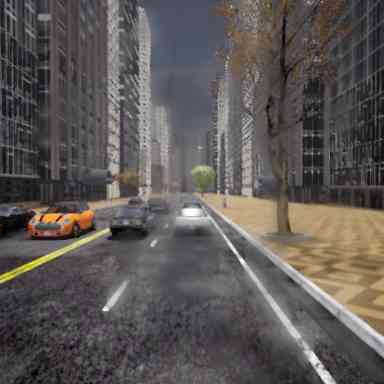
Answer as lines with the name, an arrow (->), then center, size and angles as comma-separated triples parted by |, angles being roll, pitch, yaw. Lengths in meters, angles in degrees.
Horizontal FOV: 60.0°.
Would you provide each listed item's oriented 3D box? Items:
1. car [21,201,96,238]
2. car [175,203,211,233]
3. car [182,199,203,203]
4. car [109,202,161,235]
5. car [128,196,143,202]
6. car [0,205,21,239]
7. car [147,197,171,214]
car -> -6.615, 1.321, 17.426 | 2.097, 1.767, 4.553 | 0, 0, 0
car -> 0.046, 1.562, 19.265 | 1.895, 1.301, 4.718 | 0, 0, 0
car -> 0.051, 1.425, 33.781 | 2.128, 1.511, 4.902 | 0, 0, 0
car -> -3.160, 1.513, 18.401 | 2.033, 1.411, 5.357 | 0, 0, 0
car -> -9.835, 1.438, 58.312 | 2.033, 1.411, 5.357 | 0, 0, 1
car -> -9.865, 1.463, 17.343 | 2.128, 1.511, 4.902 | 0, 0, 0
car -> -3.183, 1.499, 33.734 | 1.994, 1.385, 4.181 | 0, 0, 0
